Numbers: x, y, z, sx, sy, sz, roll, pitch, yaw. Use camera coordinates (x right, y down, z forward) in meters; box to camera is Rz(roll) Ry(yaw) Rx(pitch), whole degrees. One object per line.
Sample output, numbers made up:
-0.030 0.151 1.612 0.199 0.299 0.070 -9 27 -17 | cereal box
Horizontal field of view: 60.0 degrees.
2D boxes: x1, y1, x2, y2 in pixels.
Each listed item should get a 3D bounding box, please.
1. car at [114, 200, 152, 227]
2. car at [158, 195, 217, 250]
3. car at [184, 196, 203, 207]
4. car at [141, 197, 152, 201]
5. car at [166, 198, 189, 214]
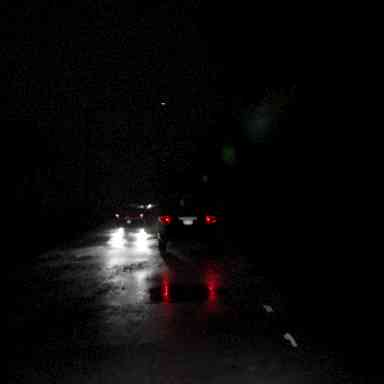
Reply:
-3.836 1.451 21.820 1.895 1.301 4.718 0 0 -4 | car
-0.236 1.112 13.972 2.150 2.045 5.566 0 0 -2 | car
0.160 1.280 47.385 2.163 1.488 4.792 0 -1 -7 | car
-8.589 1.691 63.273 2.128 1.511 4.902 0 -1 -9 | car
-1.578 1.384 34.155 2.033 1.411 5.357 0 0 -5 | car
